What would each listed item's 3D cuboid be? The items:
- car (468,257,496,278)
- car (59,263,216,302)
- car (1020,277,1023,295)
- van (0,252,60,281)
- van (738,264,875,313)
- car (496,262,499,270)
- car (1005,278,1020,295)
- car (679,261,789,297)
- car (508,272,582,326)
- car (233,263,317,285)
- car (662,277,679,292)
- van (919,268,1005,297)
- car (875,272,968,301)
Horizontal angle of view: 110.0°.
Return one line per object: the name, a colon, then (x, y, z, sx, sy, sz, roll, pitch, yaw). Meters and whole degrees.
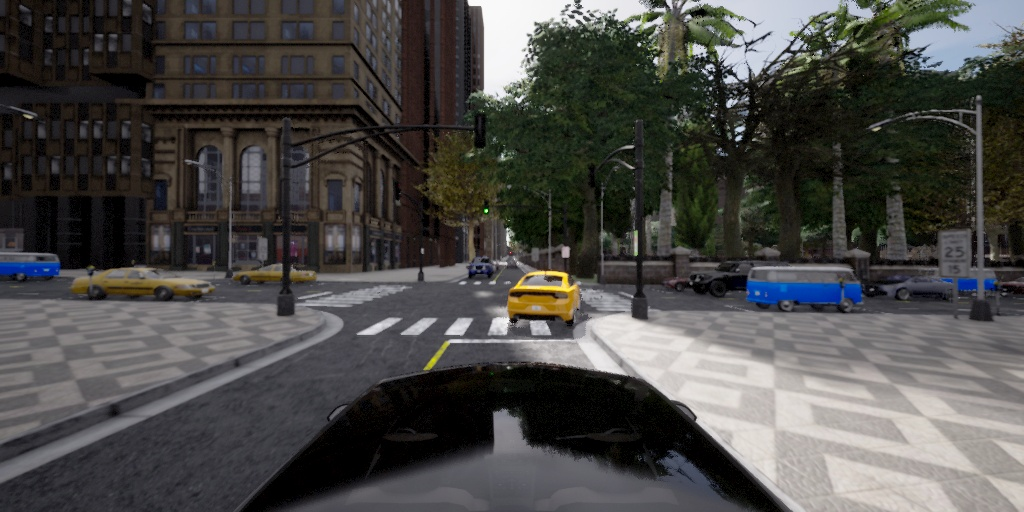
car: (-3.091, 1.085, 36.028, 2.150, 2.045, 5.566, 0, 0, 0)
car: (-15.045, 1.067, 14.762, 4.829, 1.417, 1.751, 0, 0, 0)
car: (32.556, 1.938, 20.427, 4.181, 1.385, 1.994, 1, 0, 0)
van: (-32.200, 0.669, 23.357, 3.998, 1.789, 1.690, 0, 0, 0)
van: (11.872, 1.330, 14.651, 3.998, 1.789, 1.690, 0, 0, 0)
car: (-3.052, 1.510, 45.844, 1.895, 1.301, 4.718, 0, 0, 0)
car: (33.989, 1.963, 23.087, 4.507, 1.381, 1.888, 0, 0, 0)
car: (13.008, 1.273, 20.517, 5.566, 2.045, 2.150, 1, 0, 0)
car: (1.247, 1.260, 12.038, 1.882, 1.535, 5.008, 0, 0, 14)
car: (-15.360, 1.130, 23.288, 4.829, 1.417, 1.751, 0, 0, 0)
car: (11.896, 1.634, 23.177, 4.207, 1.307, 1.802, 0, 0, 0)
van: (28.466, 1.667, 23.109, 3.998, 1.789, 1.690, 0, 0, 0)
car: (22.547, 1.773, 20.471, 4.181, 1.385, 1.994, 1, 0, 0)
